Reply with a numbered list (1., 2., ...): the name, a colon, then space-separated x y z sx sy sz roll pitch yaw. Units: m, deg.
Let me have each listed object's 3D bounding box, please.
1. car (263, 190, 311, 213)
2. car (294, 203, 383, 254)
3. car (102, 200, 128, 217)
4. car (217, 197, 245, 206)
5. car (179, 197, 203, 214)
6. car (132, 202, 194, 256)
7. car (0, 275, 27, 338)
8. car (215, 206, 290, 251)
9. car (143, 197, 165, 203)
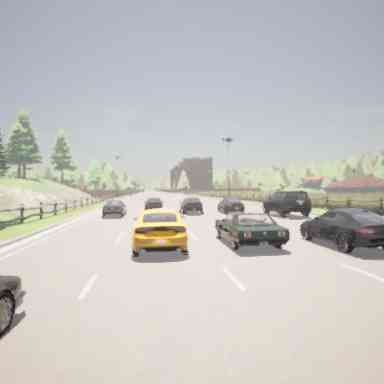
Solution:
1. car: 7.597 0.901 26.908 2.150 2.045 5.566 -1 0 -7
2. car: 5.848 1.342 12.653 1.812 1.442 4.674 -1 0 -7
3. car: -6.866 1.412 29.760 2.033 1.411 5.357 -1 0 -7
4. car: 3.586 1.233 30.776 1.812 1.442 4.674 -1 0 -7
5. car: -0.080 1.256 31.872 1.837 1.490 4.892 -1 0 -7
6. car: -1.259 1.393 12.929 1.882 1.535 5.008 -1 0 -7
7. car: -3.644 1.572 3.444 2.033 1.411 5.357 -1 0 -6
8. car: 2.203 1.462 13.568 1.895 1.301 4.718 -1 0 -7
9. car: -3.881 1.294 33.968 1.837 1.490 4.892 -1 0 -7
